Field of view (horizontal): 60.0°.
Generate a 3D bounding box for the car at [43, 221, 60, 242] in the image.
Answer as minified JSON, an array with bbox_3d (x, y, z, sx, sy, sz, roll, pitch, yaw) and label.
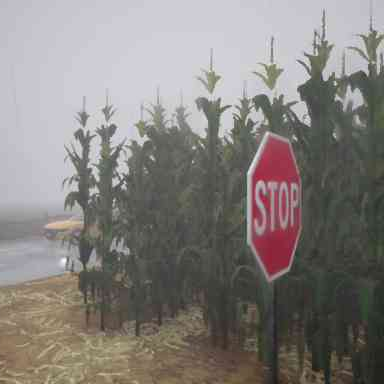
[{"bbox_3d":[-5.036,1.673,16.989,1.882,1.535,5.008,0,0,34],"label":"car"}]
